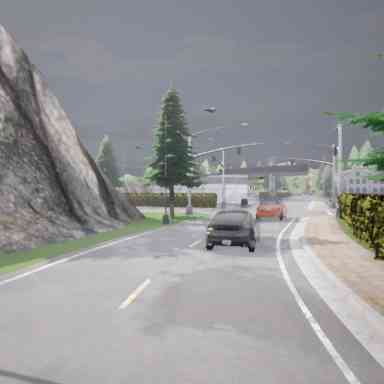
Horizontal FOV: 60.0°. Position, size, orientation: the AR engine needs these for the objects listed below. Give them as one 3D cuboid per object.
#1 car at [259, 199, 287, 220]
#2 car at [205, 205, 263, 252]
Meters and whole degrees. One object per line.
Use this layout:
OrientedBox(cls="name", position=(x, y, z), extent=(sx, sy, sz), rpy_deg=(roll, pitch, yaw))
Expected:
OrientedBox(cls="car", position=(6.732, 1.365, 27.952), extent=(2.097, 1.767, 4.553), rpy_deg=(0, 0, 21))
OrientedBox(cls="car", position=(1.820, 1.515, 14.027), extent=(1.837, 1.490, 4.892), rpy_deg=(0, 0, 14))
